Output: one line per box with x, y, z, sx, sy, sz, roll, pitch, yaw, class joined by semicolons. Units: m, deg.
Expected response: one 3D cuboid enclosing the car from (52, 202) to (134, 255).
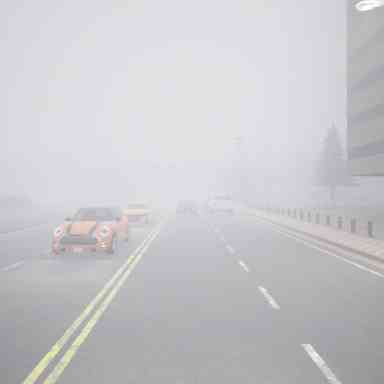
-3.839;1.353;13.339;2.097;1.767;4.553;0;0;-1;car

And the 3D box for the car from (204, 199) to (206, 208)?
2.763;1.352;43.958;2.097;1.767;4.553;0;0;-1;car

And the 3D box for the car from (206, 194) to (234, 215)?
2.949;1.222;34.480;2.150;2.045;5.566;0;0;-1;car

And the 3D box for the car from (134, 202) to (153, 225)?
-3.960;1.478;24.558;1.882;1.535;5.008;0;0;-1;car

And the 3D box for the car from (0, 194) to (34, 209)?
-21.849;1.153;41.793;1.932;1.855;4.605;0;0;-1;car

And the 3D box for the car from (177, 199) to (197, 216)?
-0.503;1.601;31.953;1.895;1.301;4.718;0;0;-1;car
